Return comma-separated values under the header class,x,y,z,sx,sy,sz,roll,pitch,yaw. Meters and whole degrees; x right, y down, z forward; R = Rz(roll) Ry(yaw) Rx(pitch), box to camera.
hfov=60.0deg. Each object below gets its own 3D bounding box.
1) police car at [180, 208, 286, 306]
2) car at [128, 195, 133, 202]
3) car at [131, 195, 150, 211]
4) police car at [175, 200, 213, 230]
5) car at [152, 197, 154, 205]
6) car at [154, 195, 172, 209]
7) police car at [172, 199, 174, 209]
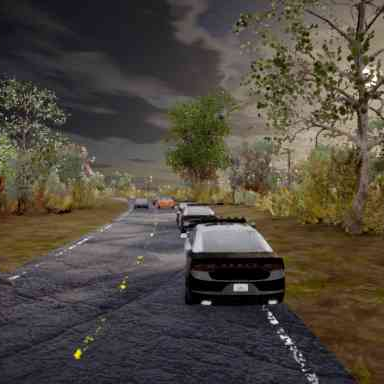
class,x,y,z,sx,sy,sz,roll,pitch,yaw
police car,0.746,1.425,8.252,1.930,1.638,5.238,0,0,-2
car,-13.950,1.518,78.298,1.812,1.442,4.674,0,0,-16
car,-6.324,1.475,41.756,1.882,1.535,5.008,0,0,-8
police car,0.244,1.424,18.319,1.930,1.638,5.238,0,0,-4
car,-5.852,1.346,57.962,2.097,1.767,4.553,0,0,-12
car,-3.680,1.348,45.664,2.097,1.767,4.553,0,0,-9
police car,-0.218,1.423,24.349,1.930,1.638,5.238,0,0,-5
